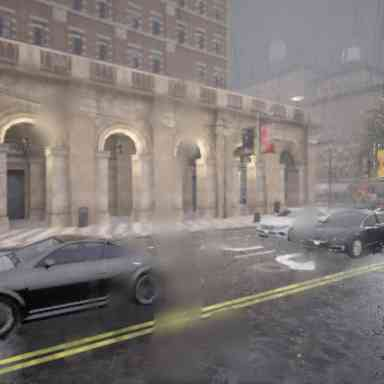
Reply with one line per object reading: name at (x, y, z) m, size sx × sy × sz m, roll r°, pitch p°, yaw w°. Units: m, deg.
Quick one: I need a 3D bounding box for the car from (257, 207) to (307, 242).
car at (5.227, 1.494, 16.214) m, size 4.674 × 1.442 × 1.812 m, roll 0°, pitch 0°, yaw -35°

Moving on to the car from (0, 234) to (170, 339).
car at (-2.528, 1.560, 6.479) m, size 4.181 × 1.385 × 1.994 m, roll 0°, pitch 0°, yaw -35°

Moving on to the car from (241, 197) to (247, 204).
car at (9.677, 1.499, 56.434) m, size 1.895 × 1.301 × 4.718 m, roll 0°, pitch 0°, yaw -36°

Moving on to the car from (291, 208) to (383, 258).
car at (6.209, 1.476, 12.713) m, size 4.892 × 1.490 × 1.837 m, roll 0°, pitch 0°, yaw -36°
